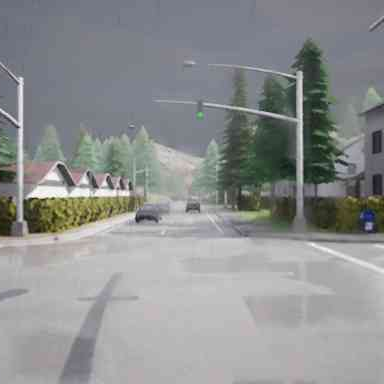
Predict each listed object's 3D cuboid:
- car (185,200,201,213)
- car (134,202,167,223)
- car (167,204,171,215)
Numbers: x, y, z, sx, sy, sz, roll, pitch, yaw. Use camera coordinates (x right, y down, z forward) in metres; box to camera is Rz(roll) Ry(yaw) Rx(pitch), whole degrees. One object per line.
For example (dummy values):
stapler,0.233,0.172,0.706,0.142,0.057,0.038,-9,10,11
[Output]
car,0.154,1.862,43.168,1.837,1.490,4.892,0,0,0
car,-3.564,1.786,28.257,2.033,1.411,5.357,0,0,0
car,-3.530,1.884,38.174,1.994,1.385,4.181,0,0,1
